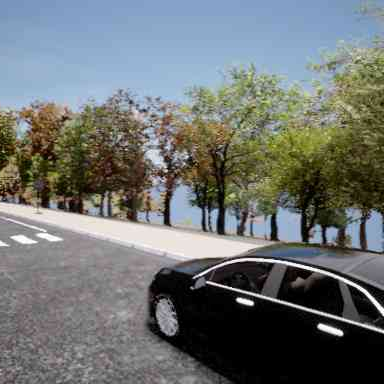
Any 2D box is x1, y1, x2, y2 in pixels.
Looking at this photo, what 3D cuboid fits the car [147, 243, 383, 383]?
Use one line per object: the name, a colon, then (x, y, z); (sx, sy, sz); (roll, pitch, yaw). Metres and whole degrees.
car: (1.278, 1.426, 4.233); (1.837, 1.490, 4.892); (-1, 2, -40)
